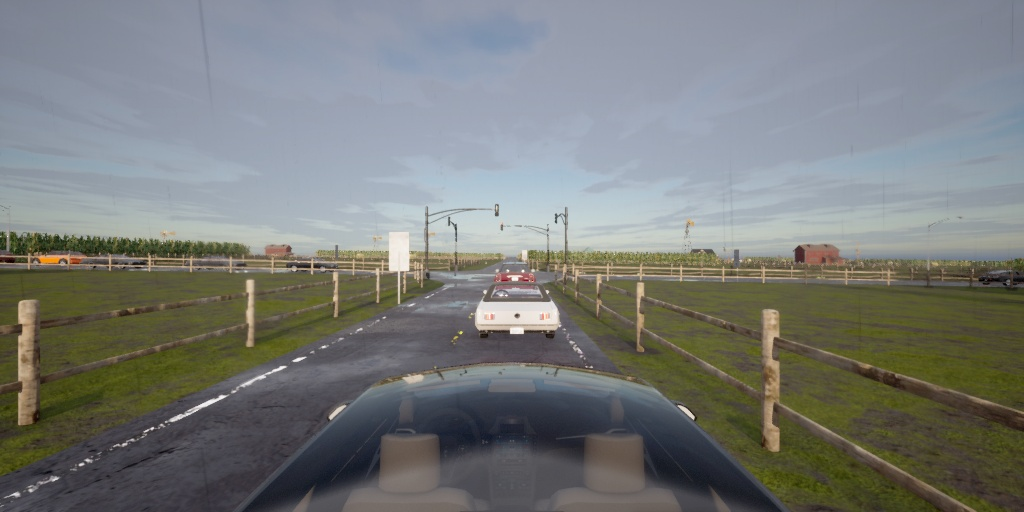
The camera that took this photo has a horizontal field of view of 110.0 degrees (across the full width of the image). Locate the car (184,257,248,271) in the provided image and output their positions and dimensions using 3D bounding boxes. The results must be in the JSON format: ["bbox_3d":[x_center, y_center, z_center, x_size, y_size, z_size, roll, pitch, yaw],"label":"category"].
[{"bbox_3d":[-30.223,0.759,36.694,5.357,1.411,2.033,1,0,1],"label":"car"}]

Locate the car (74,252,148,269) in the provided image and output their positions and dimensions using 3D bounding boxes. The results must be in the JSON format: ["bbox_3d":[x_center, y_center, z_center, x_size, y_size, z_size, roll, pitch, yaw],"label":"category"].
[{"bbox_3d":[-40.745,0.570,36.727,5.357,1.411,2.033,1,0,1],"label":"car"}]

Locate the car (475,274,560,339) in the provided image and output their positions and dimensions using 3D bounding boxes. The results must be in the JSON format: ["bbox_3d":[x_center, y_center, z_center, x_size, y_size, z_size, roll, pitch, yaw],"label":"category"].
[{"bbox_3d":[0.120,1.351,10.080,1.895,1.301,4.718,0,0,0],"label":"car"}]

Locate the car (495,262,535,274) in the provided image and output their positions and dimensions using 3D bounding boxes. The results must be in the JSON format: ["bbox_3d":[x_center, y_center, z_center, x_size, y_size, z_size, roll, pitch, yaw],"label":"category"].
[{"bbox_3d":[0.171,1.103,19.068,2.097,1.767,4.553,0,0,1],"label":"car"}]

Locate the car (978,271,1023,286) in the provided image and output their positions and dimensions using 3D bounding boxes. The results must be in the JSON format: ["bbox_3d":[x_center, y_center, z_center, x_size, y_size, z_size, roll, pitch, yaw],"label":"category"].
[{"bbox_3d":[50.703,2.256,36.485,4.892,1.490,1.837,1,0,0],"label":"car"}]

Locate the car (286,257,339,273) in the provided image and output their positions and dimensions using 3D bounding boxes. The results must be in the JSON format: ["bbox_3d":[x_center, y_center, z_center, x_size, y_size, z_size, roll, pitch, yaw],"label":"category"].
[{"bbox_3d":[-20.334,0.896,36.664,4.892,1.490,1.837,1,0,0],"label":"car"}]
